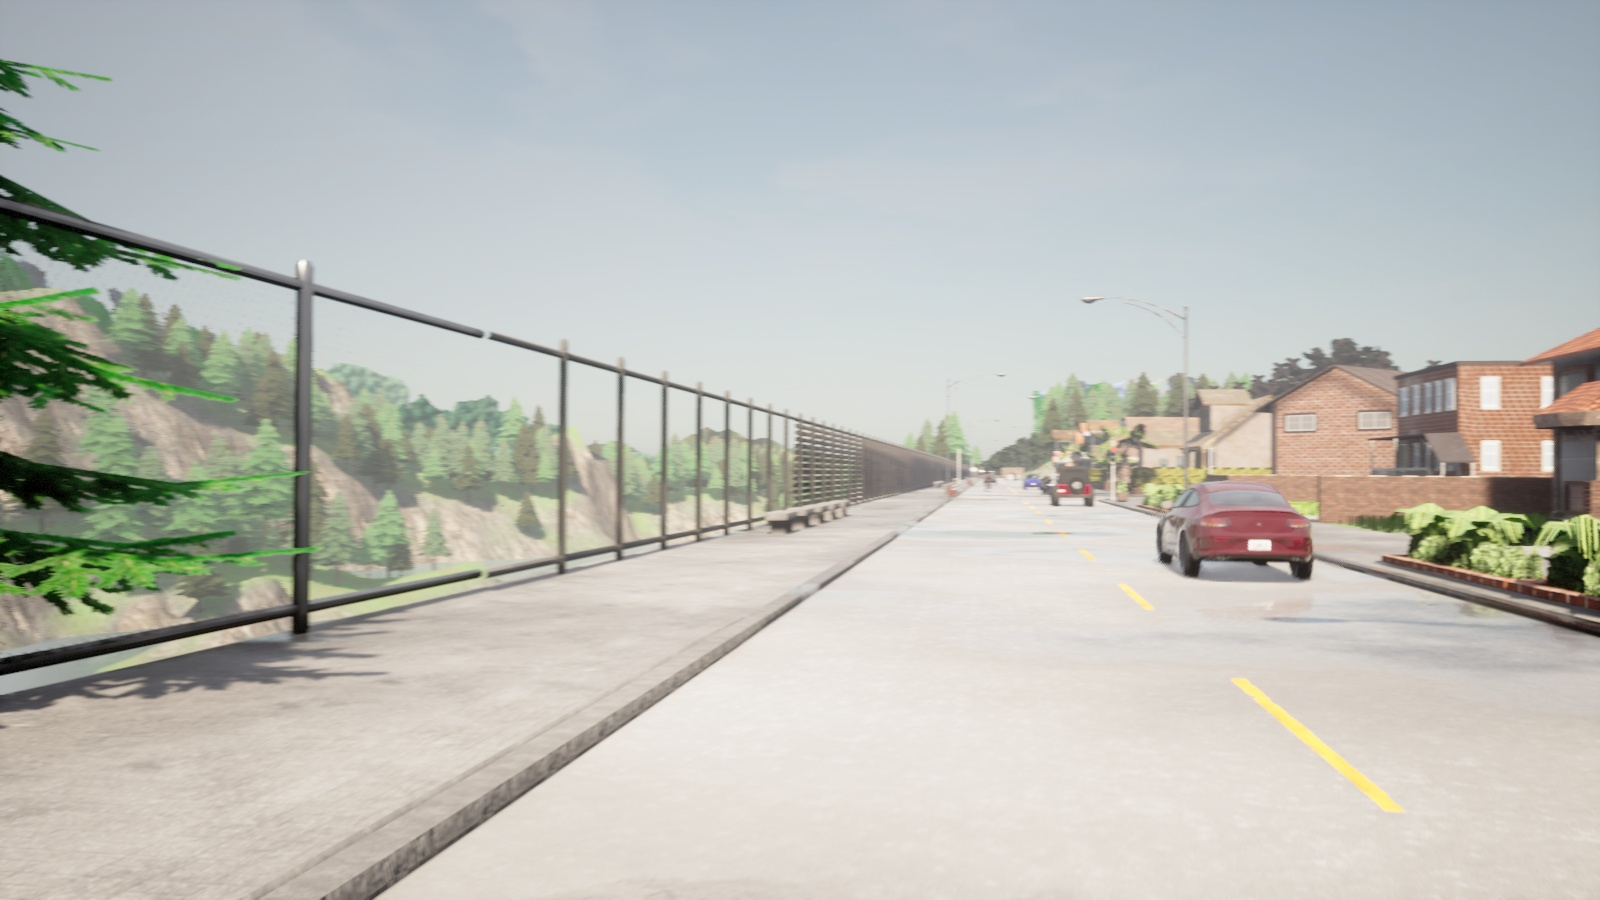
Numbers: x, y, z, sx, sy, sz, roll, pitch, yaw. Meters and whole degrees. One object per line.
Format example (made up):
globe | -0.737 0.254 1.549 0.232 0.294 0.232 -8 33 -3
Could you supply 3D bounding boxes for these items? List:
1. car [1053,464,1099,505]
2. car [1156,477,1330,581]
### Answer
car | 13.068 1.605 59.582 1.905 1.878 3.866 0 -1 9
car | 6.964 1.173 20.229 1.812 1.442 4.674 0 -1 9
